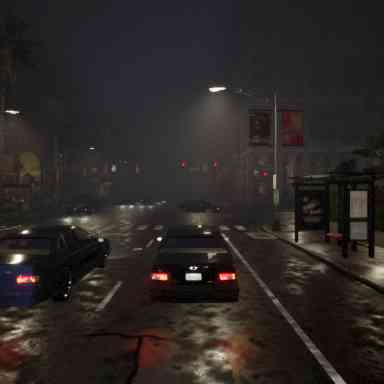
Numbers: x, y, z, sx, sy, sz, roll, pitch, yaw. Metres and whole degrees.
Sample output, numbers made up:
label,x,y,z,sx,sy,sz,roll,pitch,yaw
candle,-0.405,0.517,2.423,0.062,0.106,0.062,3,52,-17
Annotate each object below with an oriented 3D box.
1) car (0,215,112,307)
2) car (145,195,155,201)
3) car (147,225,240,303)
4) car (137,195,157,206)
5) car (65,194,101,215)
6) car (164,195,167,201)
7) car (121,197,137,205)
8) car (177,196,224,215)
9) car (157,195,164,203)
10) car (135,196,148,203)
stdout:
label,x,y,z,sx,sy,sz,roll,pitch,yaw
car,-3.475,1.547,8.215,2.033,1.411,5.357,0,0,0
car,-10.907,1.478,86.670,1.882,1.535,5.008,0,0,3
car,0.025,1.547,8.400,2.033,1.411,5.357,0,0,0
car,-7.434,1.507,55.202,1.837,1.490,4.892,0,-1,-1
car,-10.831,1.222,33.506,2.150,2.045,5.566,0,0,0
car,-7.475,1.525,85.617,2.128,1.511,4.902,0,0,3
car,-10.993,1.601,57.868,1.895,1.301,4.718,0,0,0
car,0.832,1.505,34.018,4.892,1.490,1.837,0,2,28
car,-7.514,1.524,70.767,1.812,1.442,4.674,0,0,0
car,-11.027,1.540,72.476,2.033,1.411,5.357,0,0,0
